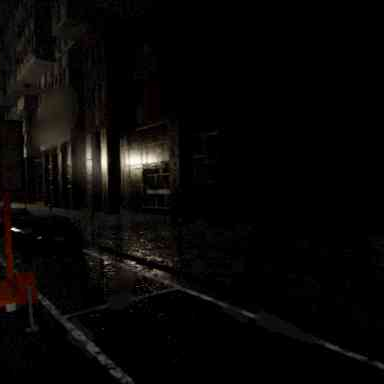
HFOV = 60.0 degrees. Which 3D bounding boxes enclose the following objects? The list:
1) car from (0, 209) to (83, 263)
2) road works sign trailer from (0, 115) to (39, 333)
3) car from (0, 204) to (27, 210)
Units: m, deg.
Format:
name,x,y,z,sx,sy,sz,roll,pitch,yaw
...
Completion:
name,x,y,z,sx,sy,sz,roll,pitch,yaw
car,-5.177,1.429,11.466,1.947,1.339,4.313,-2,1,-38
road works sign trailer,-4.200,0.428,5.685,2.380,3.560,2.880,-2,2,-38
car,-8.633,1.416,15.874,1.947,1.339,4.313,-2,1,-38
